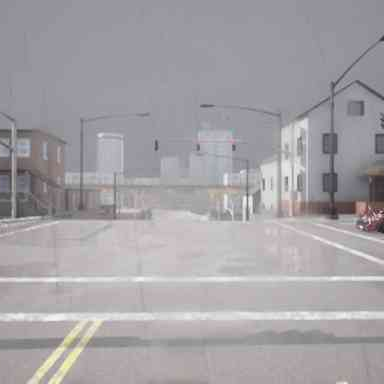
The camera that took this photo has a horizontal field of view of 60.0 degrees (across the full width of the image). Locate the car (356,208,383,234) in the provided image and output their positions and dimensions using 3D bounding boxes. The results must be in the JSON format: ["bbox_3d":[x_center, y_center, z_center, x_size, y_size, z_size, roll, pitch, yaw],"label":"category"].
[{"bbox_3d":[11.477,1.335,18.121,4.553,1.767,2.097,0,0,-1],"label":"car"}]

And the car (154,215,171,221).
[{"bbox_3d":[-3.573,3.569,40.836,1.882,1.535,5.008,0,-9,-1],"label":"car"}]
